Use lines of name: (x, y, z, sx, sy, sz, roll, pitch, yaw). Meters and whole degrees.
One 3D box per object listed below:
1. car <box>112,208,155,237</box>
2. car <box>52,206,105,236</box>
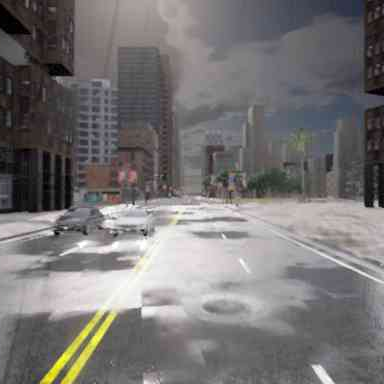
car: (-3.249, 1.666, 19.245, 1.812, 1.442, 4.674, 0, 0, 0)
car: (-6.496, 1.636, 19.564, 1.837, 1.490, 4.892, 0, 0, 0)
